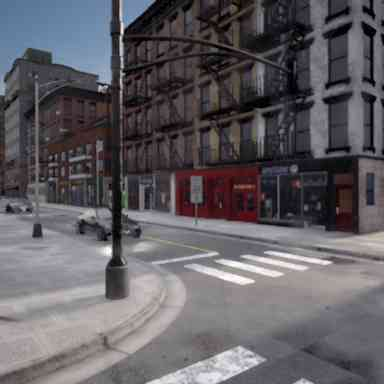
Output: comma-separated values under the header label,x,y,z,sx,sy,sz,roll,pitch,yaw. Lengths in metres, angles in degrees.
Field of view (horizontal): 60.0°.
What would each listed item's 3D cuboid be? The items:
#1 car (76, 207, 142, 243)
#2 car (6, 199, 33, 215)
label,x,y,z,sx,sy,sz,roll,pitch,yaw
car,-4.229,1.492,16.342,1.812,1.442,4.674,0,0,-38
car,-17.375,1.421,33.434,2.128,1.511,4.902,0,0,-37
